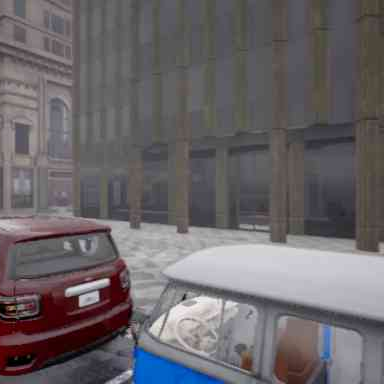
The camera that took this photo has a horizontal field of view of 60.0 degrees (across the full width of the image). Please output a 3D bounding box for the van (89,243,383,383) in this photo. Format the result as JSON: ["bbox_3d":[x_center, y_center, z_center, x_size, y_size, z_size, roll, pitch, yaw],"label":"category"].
[{"bbox_3d":[1.373,1.341,1.992,3.998,1.788,1.690,0,0,36],"label":"van"}]

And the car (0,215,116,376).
[{"bbox_3d":[-3.124,1.295,5.203,5.009,1.841,2.192,0,0,36],"label":"car"}]
